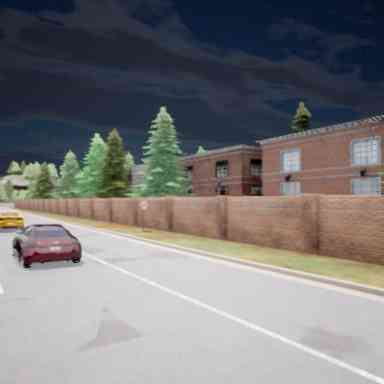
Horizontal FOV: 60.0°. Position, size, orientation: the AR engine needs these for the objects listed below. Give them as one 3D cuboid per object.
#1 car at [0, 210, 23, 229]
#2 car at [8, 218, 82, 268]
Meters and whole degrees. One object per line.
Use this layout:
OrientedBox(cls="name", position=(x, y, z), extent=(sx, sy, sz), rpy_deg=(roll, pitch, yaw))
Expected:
OrientedBox(cls="car", position=(-14.349, 2.176, 25.944), extent=(1.882, 1.535, 5.008), rpy_deg=(1, -2, -33))
OrientedBox(cls="car", position=(-5.740, 1.925, 12.949), extent=(1.994, 1.385, 4.181), rpy_deg=(1, -2, -34))
